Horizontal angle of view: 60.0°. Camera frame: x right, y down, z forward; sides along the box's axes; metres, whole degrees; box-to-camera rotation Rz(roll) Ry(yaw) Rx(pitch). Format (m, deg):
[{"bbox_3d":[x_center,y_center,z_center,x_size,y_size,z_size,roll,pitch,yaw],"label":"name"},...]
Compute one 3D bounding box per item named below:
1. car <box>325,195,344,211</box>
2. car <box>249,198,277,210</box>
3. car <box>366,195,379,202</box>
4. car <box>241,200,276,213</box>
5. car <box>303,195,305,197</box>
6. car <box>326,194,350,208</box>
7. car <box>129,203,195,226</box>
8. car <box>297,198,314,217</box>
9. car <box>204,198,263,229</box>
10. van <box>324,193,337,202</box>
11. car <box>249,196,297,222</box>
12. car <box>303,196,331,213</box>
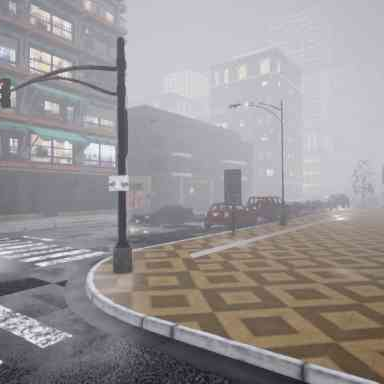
[{"bbox_3d":[15.779,1.415,38.747,2.008,1.369,4.403,-1,0,36],"label":"car"},{"bbox_3d":[9.335,1.489,43.285,1.752,1.417,4.829,-1,0,36],"label":"car"},{"bbox_3d":[35.689,1.333,65.761,1.887,1.381,4.507,-1,0,36],"label":"car"},{"bbox_3d":[7.343,1.548,36.415,1.895,1.301,4.718,-1,0,37],"label":"car"},{"bbox_3d":[22.608,1.439,61.295,1.752,1.417,4.829,-1,0,36],"label":"car"},{"bbox_3d":[19.095,1.167,43.251,2.192,1.841,5.009,-1,0,36],"label":"car"},{"bbox_3d":[-1.980,1.528,23.782,2.033,1.411,5.357,-1,0,36],"label":"car"},{"bbox_3d":[9.142,1.470,29.742,1.802,1.307,4.206,-1,0,36],"label":"car"},{"bbox_3d":[2.504,1.352,20.739,1.967,1.590,4.097,-1,0,36],"label":"car"},{"bbox_3d":[29.344,1.229,70.437,1.690,1.788,3.998,-1,0,36],"label":"van"},{"bbox_3d":[5.821,1.215,25.241,2.192,1.841,5.009,-1,0,36],"label":"car"},{"bbox_3d":[12.460,1.421,34.245,1.887,1.381,4.507,-1,0,36],"label":"car"}]
